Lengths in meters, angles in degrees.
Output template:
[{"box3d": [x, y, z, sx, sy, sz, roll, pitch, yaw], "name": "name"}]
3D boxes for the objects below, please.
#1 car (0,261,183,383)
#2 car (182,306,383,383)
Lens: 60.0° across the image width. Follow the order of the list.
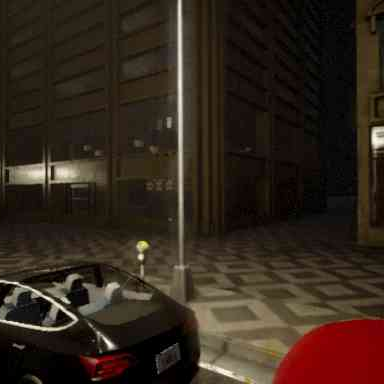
[{"box3d": [-1.910, 1.610, 4.318, 4.313, 1.339, 1.947, -1, 0, 35], "name": "car"}, {"box3d": [2.650, 1.296, 1.071, 5.009, 1.841, 2.192, -1, 0, 35], "name": "car"}]
